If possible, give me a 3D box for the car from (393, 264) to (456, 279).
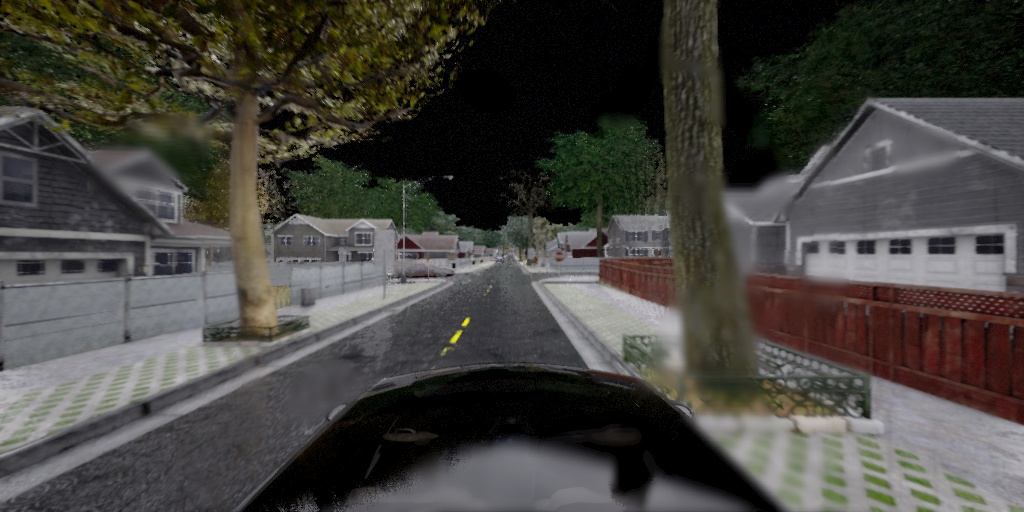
[{"bbox_3d":[-7.801,1.416,32.031,5.357,1.411,2.033,-1,0,-1],"label":"car"}]
